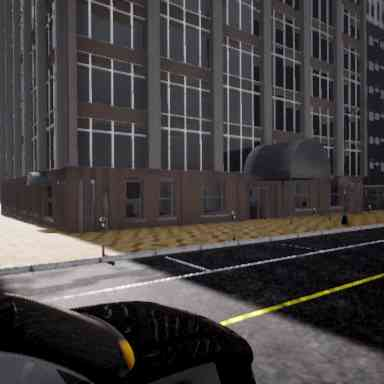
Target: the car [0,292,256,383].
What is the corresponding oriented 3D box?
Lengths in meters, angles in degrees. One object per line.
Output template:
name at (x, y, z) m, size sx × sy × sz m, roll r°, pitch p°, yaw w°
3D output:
car at (-1.704, 1.471, 2.218) m, size 5.008 × 1.535 × 1.882 m, roll 0°, pitch 0°, yaw -35°
